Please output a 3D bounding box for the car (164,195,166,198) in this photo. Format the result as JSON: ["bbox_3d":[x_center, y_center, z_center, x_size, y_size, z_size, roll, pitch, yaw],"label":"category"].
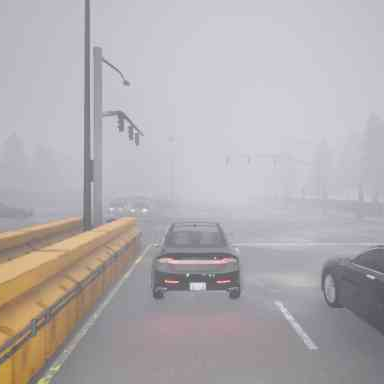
[{"bbox_3d":[-7.085,1.351,77.895,2.097,1.767,4.553,0,0,0],"label":"car"}]

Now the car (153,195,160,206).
[{"bbox_3d":[-7.149,1.547,56.022,2.033,1.411,5.357,0,0,0],"label":"car"}]

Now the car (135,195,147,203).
[{"bbox_3d":[-10.575,1.478,69.111,1.882,1.535,5.008,0,0,0],"label":"car"}]

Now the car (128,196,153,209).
[{"bbox_3d":[-7.149,1.352,46.548,2.097,1.767,4.553,0,0,0],"label":"car"}]

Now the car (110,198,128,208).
[{"bbox_3d":[-10.651,1.547,49.236,2.033,1.411,5.357,0,0,0],"label":"car"}]

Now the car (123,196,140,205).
[{"bbox_3d":[-10.641,1.491,59.022,2.128,1.511,4.902,0,0,0],"label":"car"}]

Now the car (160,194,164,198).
[{"bbox_3d":[-7.108,1.526,65.835,1.812,1.442,4.674,0,0,0],"label":"car"}]

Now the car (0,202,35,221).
[{"bbox_3d":[-15.043,1.526,26.415,4.674,1.442,1.812,0,0,-12],"label":"car"}]

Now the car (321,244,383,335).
[{"bbox_3d":[3.596,1.505,5.027,1.837,1.490,4.892,0,0,0],"label":"car"}]

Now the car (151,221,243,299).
[{"bbox_3d":[0.075,1.492,8.440,2.128,1.511,4.902,0,0,-1],"label":"car"}]
